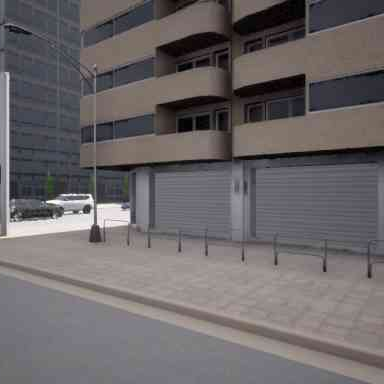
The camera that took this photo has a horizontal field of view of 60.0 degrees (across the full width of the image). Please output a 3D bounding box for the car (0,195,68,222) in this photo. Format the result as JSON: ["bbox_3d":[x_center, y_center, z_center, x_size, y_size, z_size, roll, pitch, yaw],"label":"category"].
[{"bbox_3d":[-12.778,1.352,26.645,2.097,1.767,4.553,0,0,36],"label":"car"}]

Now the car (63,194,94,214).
[{"bbox_3d":[-12.432,1.221,33.383,2.150,2.045,5.566,0,0,36],"label":"car"}]

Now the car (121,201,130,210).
[{"bbox_3d":[-6.669,1.526,41.249,1.812,1.442,4.674,0,0,36],"label":"car"}]
